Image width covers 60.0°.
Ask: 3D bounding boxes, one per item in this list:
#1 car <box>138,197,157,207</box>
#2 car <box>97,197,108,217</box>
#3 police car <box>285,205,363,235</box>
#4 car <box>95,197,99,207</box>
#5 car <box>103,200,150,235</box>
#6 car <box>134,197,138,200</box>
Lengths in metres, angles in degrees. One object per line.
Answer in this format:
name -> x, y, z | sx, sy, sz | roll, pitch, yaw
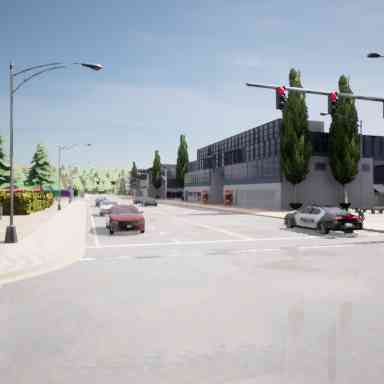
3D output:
car -> -6.637, 1.564, 51.591 | 1.994, 1.385, 4.181 | 0, 0, -17
car -> -7.811, 1.526, 31.627 | 1.812, 1.442, 4.674 | 0, 0, -18
police car -> 7.236, 1.509, 19.159 | 2.038, 1.542, 4.974 | 0, 0, -18
car -> -13.722, 1.492, 50.509 | 2.128, 1.511, 4.902 | 0, 0, -17
car -> -3.946, 1.478, 19.333 | 1.882, 1.535, 5.008 | 0, 0, -17
car -> -9.625, 1.564, 60.856 | 1.994, 1.385, 4.181 | 0, 0, -18
